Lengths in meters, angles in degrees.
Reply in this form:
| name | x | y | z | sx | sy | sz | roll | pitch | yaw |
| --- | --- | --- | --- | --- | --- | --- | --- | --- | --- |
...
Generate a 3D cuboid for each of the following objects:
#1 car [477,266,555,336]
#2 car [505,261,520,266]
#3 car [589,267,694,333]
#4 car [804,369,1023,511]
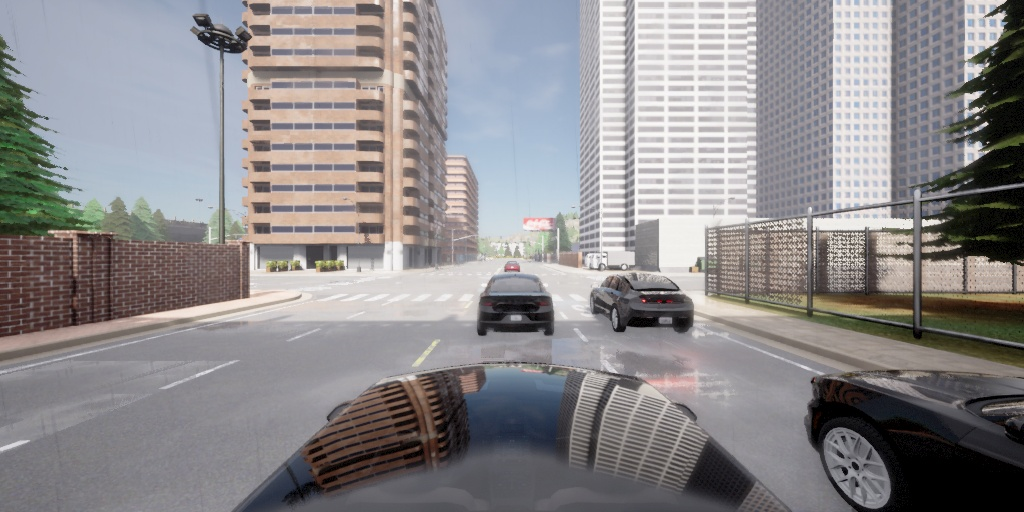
| name | x | y | z | sx | sy | sz | roll | pitch | yaw |
| --- | --- | --- | --- | --- | --- | --- | --- | --- | --- |
| car | 0.087 | 1.228 | 10.452 | 1.882 | 1.535 | 5.008 | 0 | 0 | 0 |
| car | 0.028 | 1.314 | 45.408 | 1.994 | 1.385 | 4.181 | 0 | 0 | -1 |
| car | 3.622 | 1.255 | 10.775 | 1.837 | 1.490 | 4.892 | 0 | 0 | 1 |
| car | 3.602 | 1.228 | 1.200 | 1.882 | 1.535 | 5.008 | 0 | 0 | 0 |
